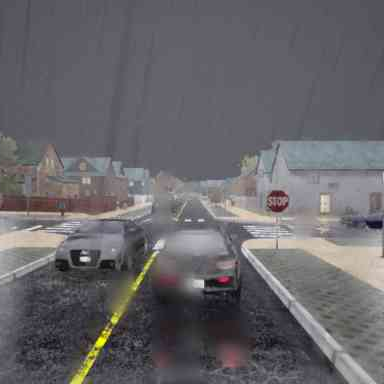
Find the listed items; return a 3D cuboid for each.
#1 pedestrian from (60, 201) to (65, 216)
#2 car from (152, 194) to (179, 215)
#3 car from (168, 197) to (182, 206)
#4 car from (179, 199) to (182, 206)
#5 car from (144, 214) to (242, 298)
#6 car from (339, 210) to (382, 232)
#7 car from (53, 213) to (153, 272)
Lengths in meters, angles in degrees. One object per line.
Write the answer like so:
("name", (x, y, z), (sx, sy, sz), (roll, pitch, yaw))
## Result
("pedestrian", (-9.620, 1.242, 24.741), (0.500, 1.100, 0.500), (0, 0, 1))
("car", (-2.771, 1.213, 34.057), (2.150, 2.045, 5.566), (0, 0, 0))
("car", (-2.700, 1.543, 53.913), (1.994, 1.385, 4.181), (0, 0, 0))
("car", (-2.726, 1.551, 43.973), (1.994, 1.385, 4.181), (0, 0, 1))
("car", (0.186, 1.523, 8.421), (1.812, 1.442, 4.674), (0, 0, 3))
("car", (12.118, 1.845, 21.420), (4.718, 1.301, 1.895), (1, 1, 0))
("car", (-2.687, 1.560, 10.642), (1.994, 1.385, 4.181), (0, 0, 3))
